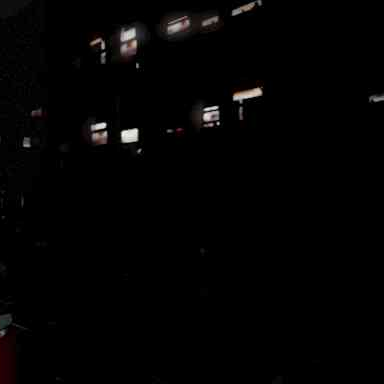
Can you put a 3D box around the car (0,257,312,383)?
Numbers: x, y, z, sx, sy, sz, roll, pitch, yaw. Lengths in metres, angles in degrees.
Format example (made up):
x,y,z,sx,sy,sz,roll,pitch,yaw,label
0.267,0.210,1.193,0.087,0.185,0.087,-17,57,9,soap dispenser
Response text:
x,y,z,sx,sy,sz,roll,pitch,yaw,label
-0.970,1.468,3.568,4.097,1.590,1.967,-1,-1,35,car
